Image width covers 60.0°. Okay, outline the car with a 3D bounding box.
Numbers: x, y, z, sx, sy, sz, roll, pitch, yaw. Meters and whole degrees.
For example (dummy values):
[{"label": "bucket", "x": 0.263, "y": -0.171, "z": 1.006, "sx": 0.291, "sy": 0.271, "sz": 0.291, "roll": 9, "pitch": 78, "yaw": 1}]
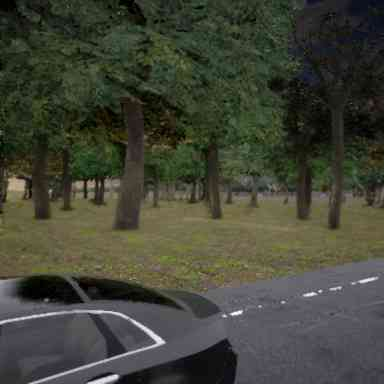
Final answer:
[{"label": "car", "x": -1.863, "y": 1.524, "z": 2.485, "sx": 4.892, "sy": 1.490, "sz": 1.837, "roll": 1, "pitch": -1, "yaw": -34}]
